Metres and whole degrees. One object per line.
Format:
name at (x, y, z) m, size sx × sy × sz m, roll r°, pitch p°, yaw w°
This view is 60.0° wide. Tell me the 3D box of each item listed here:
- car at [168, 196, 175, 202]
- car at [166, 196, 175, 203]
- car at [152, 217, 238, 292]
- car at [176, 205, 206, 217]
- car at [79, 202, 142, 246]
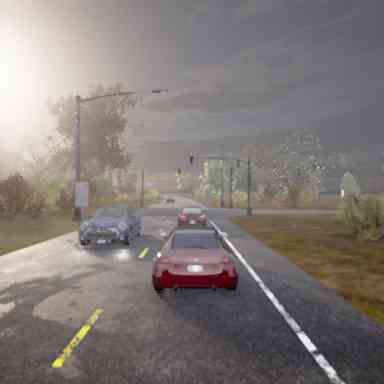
car at (-5.600, 1.882, 91.248) m, size 1.994 × 1.385 × 4.181 m, roll 0°, pitch 0°, yaw -2°
car at (-4.964, 1.874, 75.644) m, size 1.895 × 1.301 × 4.718 m, roll 0°, pitch 0°, yaw -2°
car at (0.059, 1.598, 9.065) m, size 1.994 × 1.385 × 4.181 m, roll 0°, pitch 0°, yaw 0°
car at (-0.051, 1.606, 21.919) m, size 1.812 × 1.442 × 4.674 m, roll 0°, pitch 0°, yaw -2°
car at (-3.667, 1.408, 15.635) m, size 2.097 × 1.767 × 4.553 m, roll 0°, pitch 0°, yaw 0°
